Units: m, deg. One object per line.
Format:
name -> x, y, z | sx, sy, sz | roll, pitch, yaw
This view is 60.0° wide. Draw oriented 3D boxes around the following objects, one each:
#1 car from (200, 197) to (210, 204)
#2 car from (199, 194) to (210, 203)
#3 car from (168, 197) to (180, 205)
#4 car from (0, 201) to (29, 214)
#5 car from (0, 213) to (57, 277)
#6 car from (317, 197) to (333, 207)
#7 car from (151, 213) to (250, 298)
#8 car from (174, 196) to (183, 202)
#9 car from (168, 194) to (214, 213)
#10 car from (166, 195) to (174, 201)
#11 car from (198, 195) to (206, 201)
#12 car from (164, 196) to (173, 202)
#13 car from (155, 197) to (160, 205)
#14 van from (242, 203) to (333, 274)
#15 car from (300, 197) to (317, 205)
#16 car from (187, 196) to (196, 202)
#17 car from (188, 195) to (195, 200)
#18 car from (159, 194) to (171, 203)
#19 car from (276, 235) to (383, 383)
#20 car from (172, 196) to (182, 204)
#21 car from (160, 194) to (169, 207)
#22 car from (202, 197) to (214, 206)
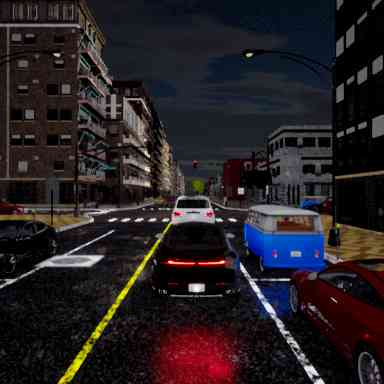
car -> 2.577, 1.627, 66.173 | 1.802, 1.307, 4.206 | 0, 0, 0
car -> 2.568, 1.369, 71.712 | 2.192, 1.841, 5.009 | 0, 0, 0
car -> -3.179, 1.637, 59.107 | 1.895, 1.301, 4.718 | 0, 0, 0
car -> -17.520, 1.532, 31.084 | 4.206, 1.307, 1.802 | 0, 0, 0
car -> -5.705, 1.566, 10.319 | 1.947, 1.339, 4.313 | 0, 0, 0
car -> 14.868, 1.356, 31.221 | 5.009, 1.841, 2.192 | 0, 0, 0
car -> 0.083, 1.505, 8.491 | 1.837, 1.490, 4.892 | 0, 0, 0
car -> -3.138, 1.617, 78.179 | 1.994, 1.385, 4.181 | 0, 0, 0
car -> 0.057, 1.224, 18.491 | 2.150, 2.045, 5.566 | 0, 0, 0
car -> -5.842, 1.609, 88.144 | 1.752, 1.417, 4.829 | 0, 0, 0
car -> 2.538, 1.635, 88.329 | 2.008, 1.369, 4.403 | 0, 0, 0
car -> -5.833, 1.624, 82.775 | 2.008, 1.369, 4.403 | 0, 0, 0
car -> -5.794, 1.563, 60.448 | 1.752, 1.417, 4.829 | 0, 0, 0
van -> 2.643, 1.342, 10.308 | 1.690, 1.788, 3.998 | 0, 0, 0
car -> 15.082, 1.617, 36.973 | 5.357, 1.411, 2.033 | 0, 0, 2
car -> -0.143, 1.610, 81.479 | 2.033, 1.411, 5.357 | 0, 0, 0
car -> -0.160, 1.575, 91.928 | 1.895, 1.301, 4.718 | 0, 0, 0
car -> -5.813, 1.369, 71.697 | 2.192, 1.841, 5.009 | 0, 0, 0
car -> 2.652, 1.582, 4.618 | 1.802, 1.307, 4.206 | 0, 0, 0
car -> -3.134, 1.574, 68.164 | 1.812, 1.442, 4.674 | 0, 0, 0
car -> -3.187, 1.378, 50.165 | 2.097, 1.767, 4.553 | 0, 0, 0
car -> 2.596, 1.557, 55.264 | 1.752, 1.417, 4.829 | 0, 0, 0
